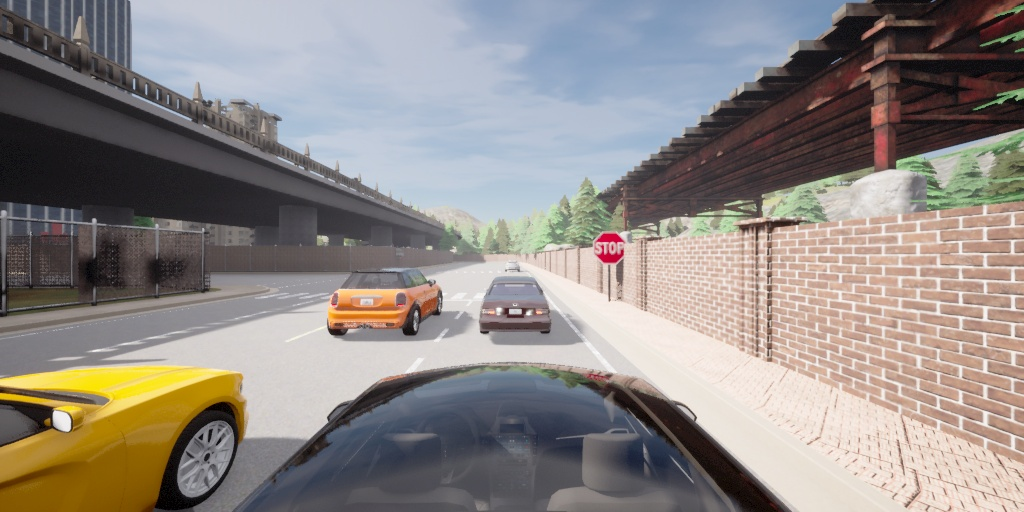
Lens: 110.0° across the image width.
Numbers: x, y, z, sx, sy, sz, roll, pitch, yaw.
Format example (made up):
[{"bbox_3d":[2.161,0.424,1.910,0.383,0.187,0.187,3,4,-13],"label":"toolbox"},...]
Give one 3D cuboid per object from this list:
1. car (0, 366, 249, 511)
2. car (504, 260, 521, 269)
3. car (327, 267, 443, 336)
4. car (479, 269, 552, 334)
[{"bbox_3d":[-3.398,1.228,1.319,1.882,1.535,5.008,0,0,0],"label":"car"},{"bbox_3d":[0.052,1.276,46.307,1.812,1.442,4.674,0,0,-1],"label":"car"},{"bbox_3d":[-3.427,1.102,10.576,2.097,1.767,4.553,0,0,0],"label":"car"},{"bbox_3d":[0.074,1.297,10.600,2.033,1.411,5.357,0,0,0],"label":"car"}]
